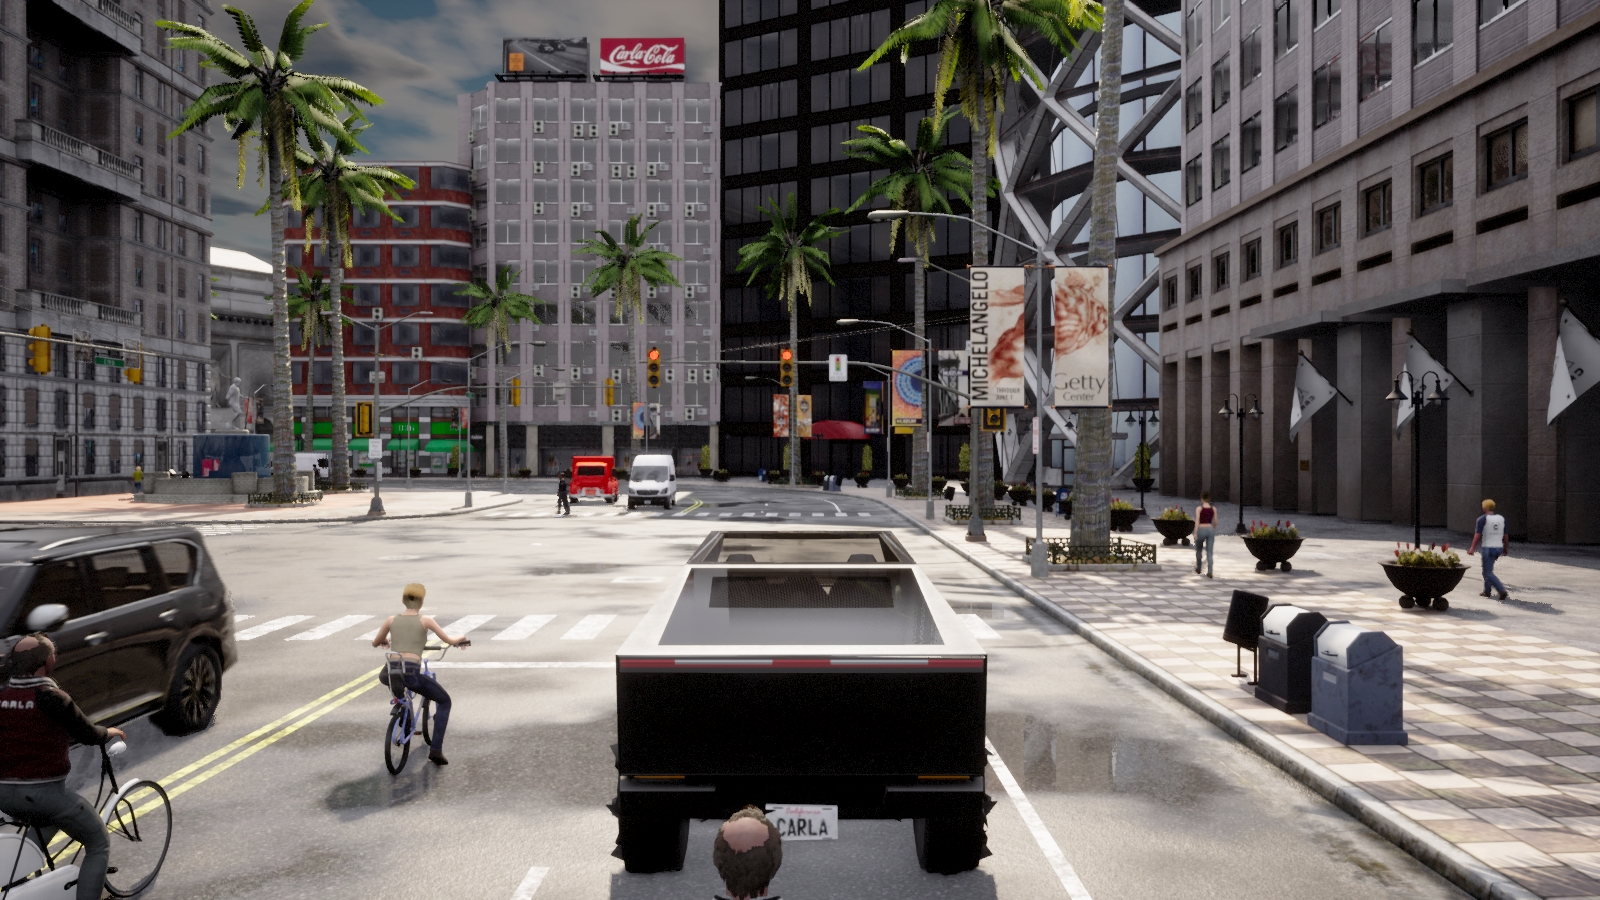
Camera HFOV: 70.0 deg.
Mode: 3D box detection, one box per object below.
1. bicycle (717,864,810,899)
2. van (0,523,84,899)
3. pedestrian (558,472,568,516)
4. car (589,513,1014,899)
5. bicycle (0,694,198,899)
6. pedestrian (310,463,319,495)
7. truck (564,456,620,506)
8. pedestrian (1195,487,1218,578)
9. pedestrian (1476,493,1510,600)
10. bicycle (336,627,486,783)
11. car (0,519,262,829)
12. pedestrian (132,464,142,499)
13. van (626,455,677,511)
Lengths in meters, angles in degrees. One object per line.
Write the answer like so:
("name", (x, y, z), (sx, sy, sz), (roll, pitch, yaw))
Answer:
("bicycle", (-0.147, 2.210, 3.549), (0.329, 1.171, 1.835), (0, 0, 1))
("van", (-3.501, 1.534, 1.043), (1.988, 2.561, 5.915), (0, 0, 0))
("pedestrian", (-10.079, 1.849, 48.512), (0.375, 1.860, 0.375), (0, 0, -5))
("car", (0.011, 1.753, 9.550), (2.390, 2.098, 6.274), (0, 0, 0))
("bicycle", (-4.243, 2.210, 6.662), (0.329, 1.171, 1.835), (0, 0, 6))
("pedestrian", (-28.333, 1.698, 66.689), (0.375, 1.860, 0.375), (0, 0, -41))
("truck", (-10.935, 1.562, 60.541), (2.627, 2.467, 5.204), (0, 0, -7))
("pedestrian", (8.384, 1.698, 23.577), (0.375, 1.860, 0.375), (0, 0, 5))
("pedestrian", (12.267, 1.701, 20.225), (0.375, 1.860, 0.375), (0, 0, -3))
("bicycle", (-3.473, 2.256, 10.347), (0.859, 1.080, 1.487), (0, 0, 0))
("car", (-6.988, 1.780, 9.760), (2.150, 2.045, 5.566), (0, 0, 0))
("pedestrian", (-35.724, 1.696, 61.582), (0.375, 1.860, 0.375), (0, 0, -14))
("van", (-7.167, 1.534, 55.611), (1.988, 2.561, 5.915), (0, 0, -3))
